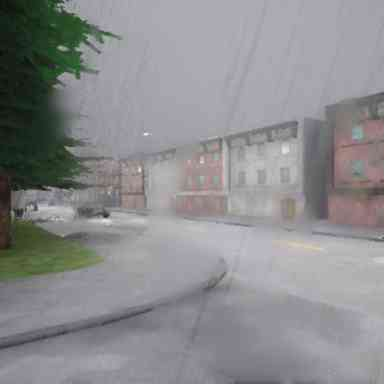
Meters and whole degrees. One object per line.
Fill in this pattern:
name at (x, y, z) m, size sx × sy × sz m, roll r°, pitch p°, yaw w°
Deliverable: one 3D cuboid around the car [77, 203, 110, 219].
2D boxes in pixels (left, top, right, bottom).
car at (-9.635, 1.809, 32.284) m, size 2.033 × 1.411 × 5.357 m, roll 0°, pitch 0°, yaw -33°
